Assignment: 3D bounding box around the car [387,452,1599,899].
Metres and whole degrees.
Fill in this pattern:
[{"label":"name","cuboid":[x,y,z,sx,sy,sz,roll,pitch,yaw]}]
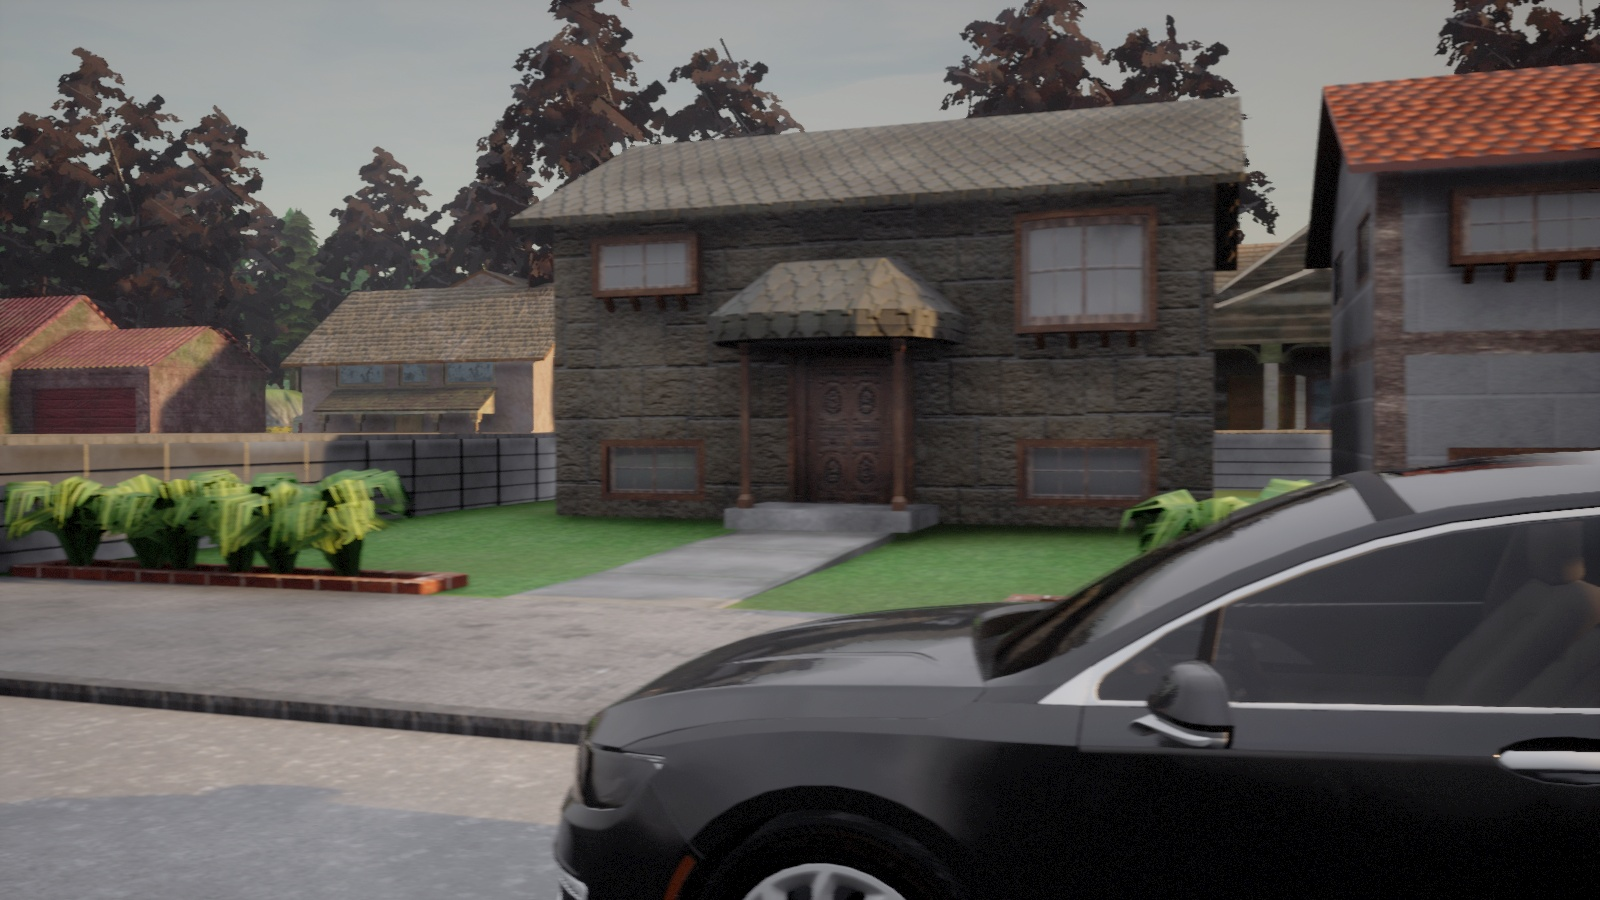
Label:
[{"label":"car","cuboid":[1.594,0.786,3.184,4.892,1.490,1.837,1,1,19]}]
